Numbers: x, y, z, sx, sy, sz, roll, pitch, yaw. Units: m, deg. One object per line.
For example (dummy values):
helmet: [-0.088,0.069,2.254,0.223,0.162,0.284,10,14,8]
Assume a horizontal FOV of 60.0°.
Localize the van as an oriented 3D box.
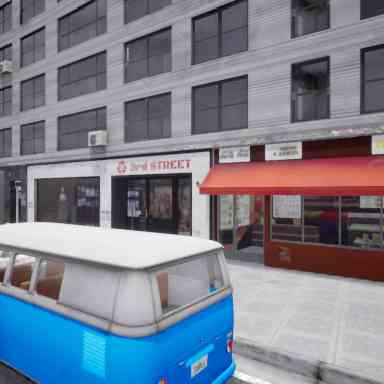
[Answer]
van: [-1.434,1.341,4.110,3.998,1.788,1.690,0,0,36]
